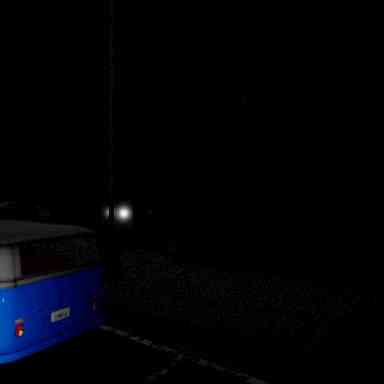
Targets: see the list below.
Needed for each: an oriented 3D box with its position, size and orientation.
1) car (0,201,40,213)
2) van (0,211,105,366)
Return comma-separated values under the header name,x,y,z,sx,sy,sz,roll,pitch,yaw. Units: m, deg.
name,x,y,z,sx,sy,sz,roll,pitch,yaw
car,-15.406,1.517,28.504,1.812,1.442,4.674,0,0,33
van,-3.196,1.341,5.357,3.998,1.788,1.690,0,0,36
